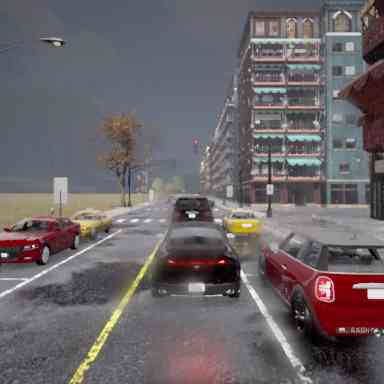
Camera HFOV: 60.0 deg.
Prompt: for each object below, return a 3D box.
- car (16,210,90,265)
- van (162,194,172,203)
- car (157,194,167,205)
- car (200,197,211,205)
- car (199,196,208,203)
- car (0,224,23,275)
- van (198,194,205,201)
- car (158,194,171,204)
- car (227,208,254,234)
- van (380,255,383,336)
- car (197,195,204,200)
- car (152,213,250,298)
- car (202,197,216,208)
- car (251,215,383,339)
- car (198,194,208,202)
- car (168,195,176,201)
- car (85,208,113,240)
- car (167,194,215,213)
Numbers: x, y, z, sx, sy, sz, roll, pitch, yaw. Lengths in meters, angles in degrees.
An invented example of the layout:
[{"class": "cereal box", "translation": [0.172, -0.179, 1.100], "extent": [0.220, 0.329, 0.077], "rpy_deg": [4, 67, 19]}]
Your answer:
[{"class": "car", "translation": [-5.319, 1.547, 11.673], "extent": [1.887, 1.381, 4.507], "rpy_deg": [1, 0, 0]}, {"class": "van", "translation": [-5.384, 1.357, 72.304], "extent": [1.690, 1.788, 3.998], "rpy_deg": [1, 0, 0]}, {"class": "car", "translation": [-5.373, 1.453, 60.995], "extent": [1.967, 1.590, 4.097], "rpy_deg": [1, 0, 0]}, {"class": "car", "translation": [2.505, 1.595, 61.481], "extent": [1.802, 1.307, 4.206], "rpy_deg": [1, 0, 0]}, {"class": "car", "translation": [2.493, 1.582, 72.803], "extent": [1.947, 1.339, 4.313], "rpy_deg": [1, 0, 0]}, {"class": "car", "translation": [-5.313, 1.552, 6.136], "extent": [2.008, 1.369, 4.403], "rpy_deg": [1, 0, 0]}, {"class": "van", "translation": [2.476, 1.362, 89.786], "extent": [1.690, 1.788, 3.998], "rpy_deg": [1, 0, 0]}, {"class": "car", "translation": [-5.378, 1.329, 66.650], "extent": [2.192, 1.841, 5.009], "rpy_deg": [1, 0, 0]}, {"class": "car", "translation": [2.554, 1.528, 17.815], "extent": [1.752, 1.417, 4.829], "rpy_deg": [1, 0, 0]}, {"class": "van", "translation": [2.575, 1.341, 1.010], "extent": [1.690, 1.788, 3.998], "rpy_deg": [1, 0, 0]}, {"class": "car", "translation": [2.468, 1.548, 95.617], "extent": [1.752, 1.417, 4.829], "rpy_deg": [1, 0, 0]}, {"class": "car", "translation": [0.090, 1.506, 8.513], "extent": [1.837, 1.490, 4.892], "rpy_deg": [0, 0, 0]}, {"class": "car", "translation": [2.518, 1.561, 50.159], "extent": [2.008, 1.369, 4.403], "rpy_deg": [1, 0, 0]}, {"class": "car", "translation": [2.568, 1.441, 6.555], "extent": [1.967, 1.590, 4.097], "rpy_deg": [1, 0, 0]}, {"class": "car", "translation": [2.489, 1.333, 78.464], "extent": [2.192, 1.841, 5.009], "rpy_deg": [1, 0, 0]}, {"class": "car", "translation": [-5.406, 1.603, 89.266], "extent": [1.802, 1.307, 4.206], "rpy_deg": [1, 0, 0]}, {"class": "car", "translation": [-5.325, 1.528, 17.039], "extent": [1.752, 1.417, 4.829], "rpy_deg": [1, 0, 0]}, {"class": "car", "translation": [0.060, 1.225, 18.367], "extent": [2.150, 2.045, 5.566], "rpy_deg": [0, 0, 1]}]
